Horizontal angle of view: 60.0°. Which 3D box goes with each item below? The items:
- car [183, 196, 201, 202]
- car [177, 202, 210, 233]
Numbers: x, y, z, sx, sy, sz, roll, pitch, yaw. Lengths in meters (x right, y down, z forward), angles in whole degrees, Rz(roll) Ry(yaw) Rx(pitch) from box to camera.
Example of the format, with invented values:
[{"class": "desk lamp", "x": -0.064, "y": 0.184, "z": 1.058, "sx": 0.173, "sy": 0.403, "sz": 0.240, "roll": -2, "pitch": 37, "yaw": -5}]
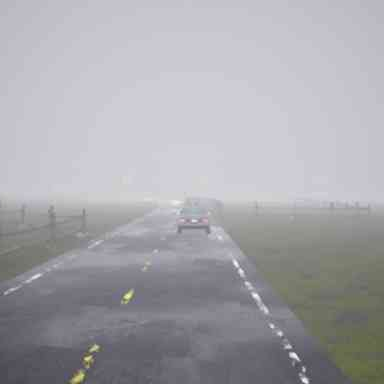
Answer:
[{"class": "car", "x": 0.032, "y": 1.323, "z": 39.558, "sx": 2.097, "sy": 1.767, "sz": 4.553, "roll": 0, "pitch": 0, "yaw": -1}, {"class": "car", "x": 0.090, "y": 1.533, "z": 19.595, "sx": 2.033, "sy": 1.411, "sz": 5.357, "roll": 0, "pitch": 0, "yaw": 0}]
